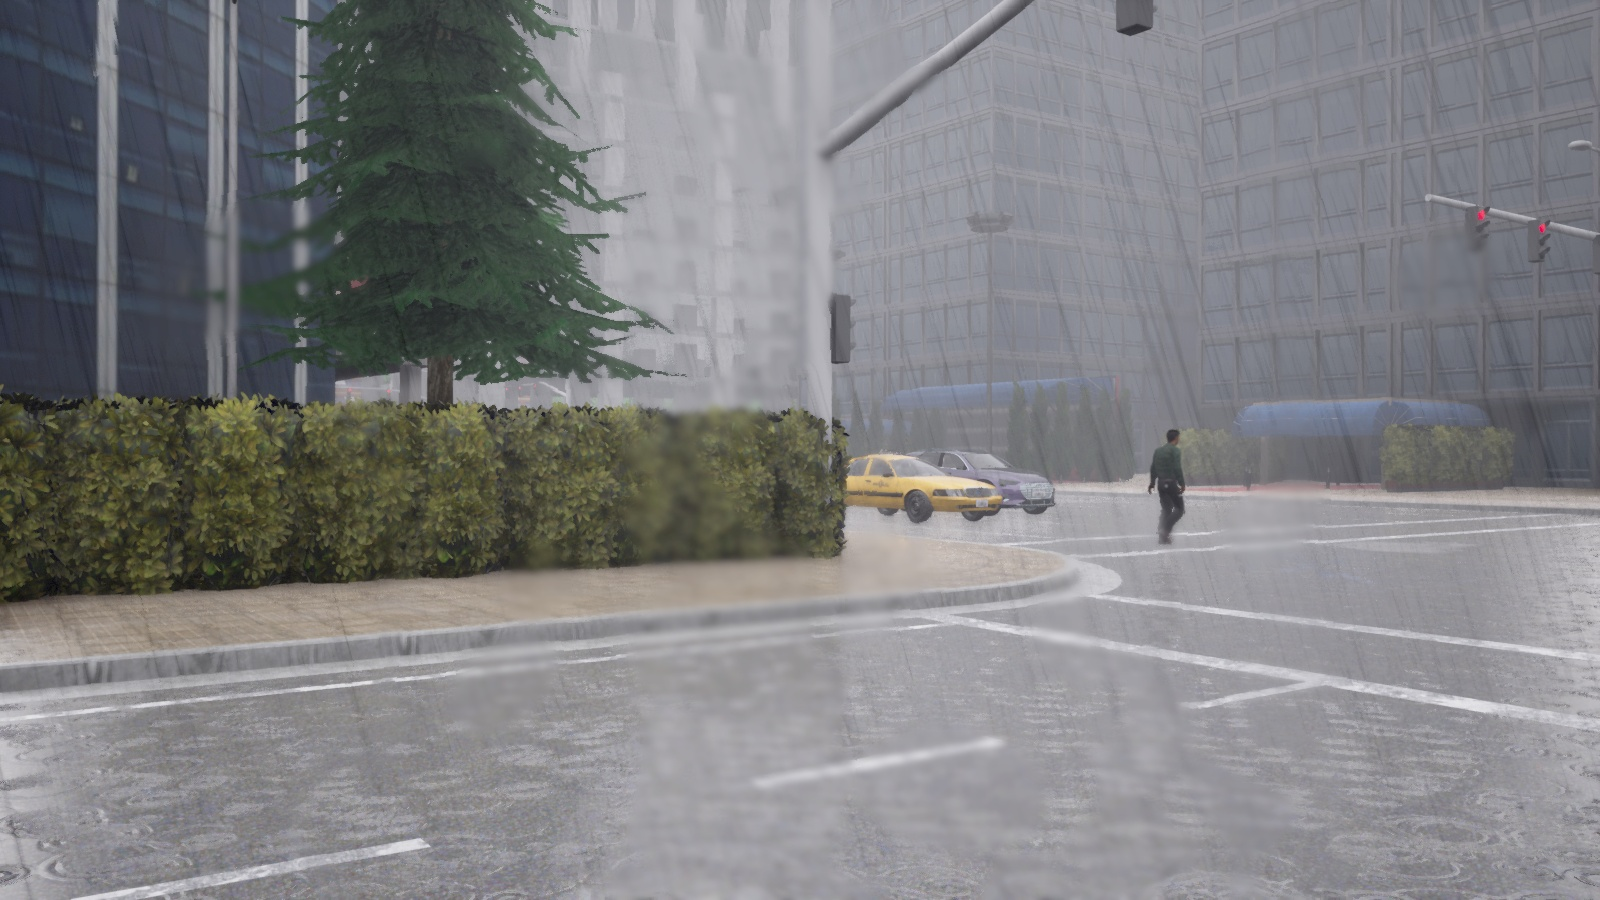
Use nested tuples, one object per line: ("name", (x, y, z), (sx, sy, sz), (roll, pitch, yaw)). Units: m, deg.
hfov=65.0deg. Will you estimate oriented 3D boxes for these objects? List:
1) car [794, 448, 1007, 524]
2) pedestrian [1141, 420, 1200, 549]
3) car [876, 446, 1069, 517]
("car", (2.141, 0.749, 28.553), (1.801, 1.575, 5.366), (0, 0, -35))
("pedestrian", (5.711, 0.519, 19.345), (0.788, 1.949, 0.423), (0, 0, -27))
("car", (4.245, 0.743, 31.635), (2.033, 1.649, 4.856), (0, 0, -35))
